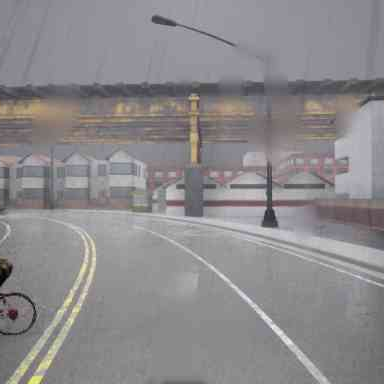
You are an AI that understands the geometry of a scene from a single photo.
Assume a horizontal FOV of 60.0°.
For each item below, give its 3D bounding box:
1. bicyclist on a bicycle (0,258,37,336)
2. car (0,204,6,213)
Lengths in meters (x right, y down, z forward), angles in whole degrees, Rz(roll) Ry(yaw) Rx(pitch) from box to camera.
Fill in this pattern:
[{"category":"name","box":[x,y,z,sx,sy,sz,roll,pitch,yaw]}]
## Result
[{"category":"bicyclist on a bicycle","box":[-3.240,1.436,5.053,1.656,1.620,0.582,-2,1,-7]},{"category":"car","box":[-24.618,1.838,39.860,5.357,1.411,2.033,-1,-2,28]}]
